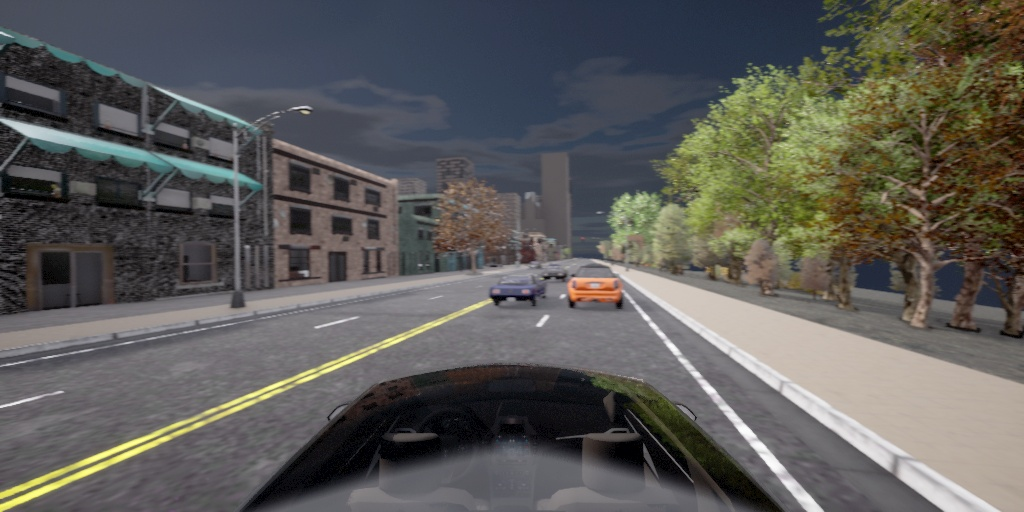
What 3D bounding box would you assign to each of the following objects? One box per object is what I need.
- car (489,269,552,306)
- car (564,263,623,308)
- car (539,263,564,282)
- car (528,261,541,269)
[{"bbox_3d":[0.471,1.457,16.452,1.895,1.301,4.718,-1,0,13],"label":"car"},{"bbox_3d":[3.628,1.162,15.695,2.097,1.767,4.553,-1,-1,13],"label":"car"},{"bbox_3d":[3.819,1.527,31.074,1.895,1.301,4.718,-1,0,13],"label":"car"},{"bbox_3d":[4.131,1.666,63.530,2.128,1.511,4.902,-1,0,13],"label":"car"}]
